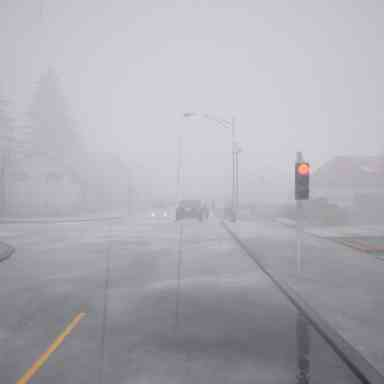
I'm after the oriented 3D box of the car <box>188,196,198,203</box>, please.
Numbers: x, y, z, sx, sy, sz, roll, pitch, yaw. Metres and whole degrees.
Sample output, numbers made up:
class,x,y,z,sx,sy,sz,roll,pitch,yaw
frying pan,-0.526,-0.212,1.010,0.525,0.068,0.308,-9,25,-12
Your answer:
class,x,y,z,sx,sy,sz,roll,pitch,yaw
car,0.222,1.744,77.176,2.128,1.511,4.902,0,0,0

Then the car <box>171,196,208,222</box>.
class,x,y,z,sx,sy,sz,roll,pitch,yaw
car,0.037,1.352,26.700,2.097,1.767,4.553,0,0,9

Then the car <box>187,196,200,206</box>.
class,x,y,z,sx,sy,sz,roll,pitch,yaw
car,0.259,1.491,55.383,2.128,1.511,4.902,0,0,0

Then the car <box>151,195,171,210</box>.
class,x,y,z,sx,sy,sz,roll,pitch,yaw
car,-3.978,1.504,42.238,1.837,1.490,4.892,0,0,0

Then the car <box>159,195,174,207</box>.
class,x,y,z,sx,sy,sz,roll,pitch,yaw
car,-3.943,1.352,52.280,2.097,1.767,4.553,0,0,0

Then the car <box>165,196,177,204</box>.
class,x,y,z,sx,sy,sz,roll,pitch,yaw
car,-3.879,1.477,62.353,1.882,1.535,5.008,0,0,1
